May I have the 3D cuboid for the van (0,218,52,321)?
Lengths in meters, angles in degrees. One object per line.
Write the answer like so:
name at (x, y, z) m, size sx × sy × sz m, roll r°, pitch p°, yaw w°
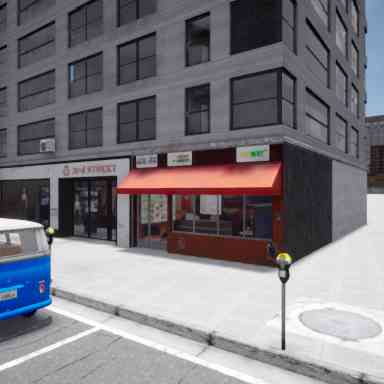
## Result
van at (-4.309, 1.342, 6.154) m, size 3.998 × 1.788 × 1.690 m, roll 0°, pitch 0°, yaw 36°
